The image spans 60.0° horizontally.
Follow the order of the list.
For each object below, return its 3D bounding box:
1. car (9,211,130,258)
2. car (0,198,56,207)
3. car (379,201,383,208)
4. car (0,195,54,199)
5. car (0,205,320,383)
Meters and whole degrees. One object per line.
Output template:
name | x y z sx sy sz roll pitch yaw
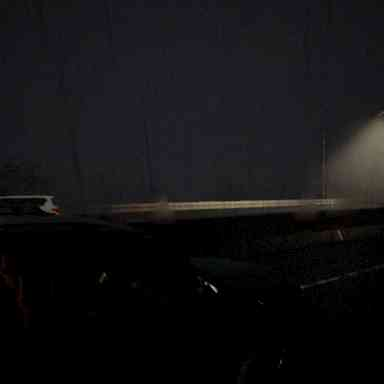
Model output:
car | -4.862 1.557 13.380 4.181 1.385 1.994 0 0 -35
car | -8.720 1.349 14.947 4.553 1.767 2.097 0 0 -35
car | 26.268 1.425 43.102 5.008 1.535 1.882 0 0 -33
car | -10.213 1.217 18.182 5.566 2.045 2.150 0 0 -35
car | -1.236 1.220 2.987 5.566 2.045 2.150 0 0 -35
